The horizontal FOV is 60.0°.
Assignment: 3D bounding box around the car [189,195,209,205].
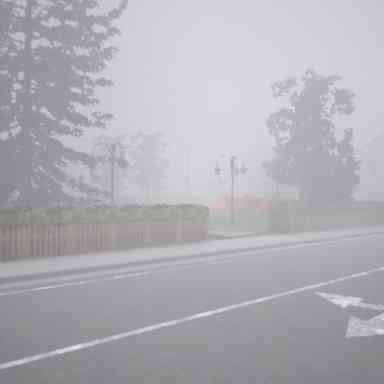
[{"bbox_3d":[1.186,1.704,67.325,2.150,2.045,5.566,1,0,-35],"label":"car"}]
